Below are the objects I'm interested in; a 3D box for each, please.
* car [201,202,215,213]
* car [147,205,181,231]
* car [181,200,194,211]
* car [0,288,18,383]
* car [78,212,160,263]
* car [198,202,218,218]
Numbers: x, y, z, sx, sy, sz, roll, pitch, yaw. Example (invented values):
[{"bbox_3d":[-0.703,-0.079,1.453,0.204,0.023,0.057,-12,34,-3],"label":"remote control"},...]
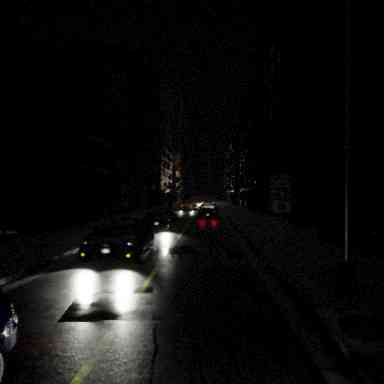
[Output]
[{"bbox_3d":[2.210,2.056,46.076,1.895,1.301,4.718,1,-1,3],"label":"car"},{"bbox_3d":[-2.088,1.747,22.201,1.994,1.385,4.181,1,-1,2],"label":"car"},{"bbox_3d":[-0.666,1.974,49.606,1.882,1.535,5.008,1,-1,3],"label":"car"},{"bbox_3d":[-3.054,1.512,2.202,1.812,1.442,4.674,1,-1,3],"label":"car"},{"bbox_3d":[-2.571,1.649,12.215,1.994,1.385,4.181,1,-1,3],"label":"car"},{"bbox_3d":[1.657,1.938,34.178,1.895,1.301,4.718,1,-1,3],"label":"car"}]
